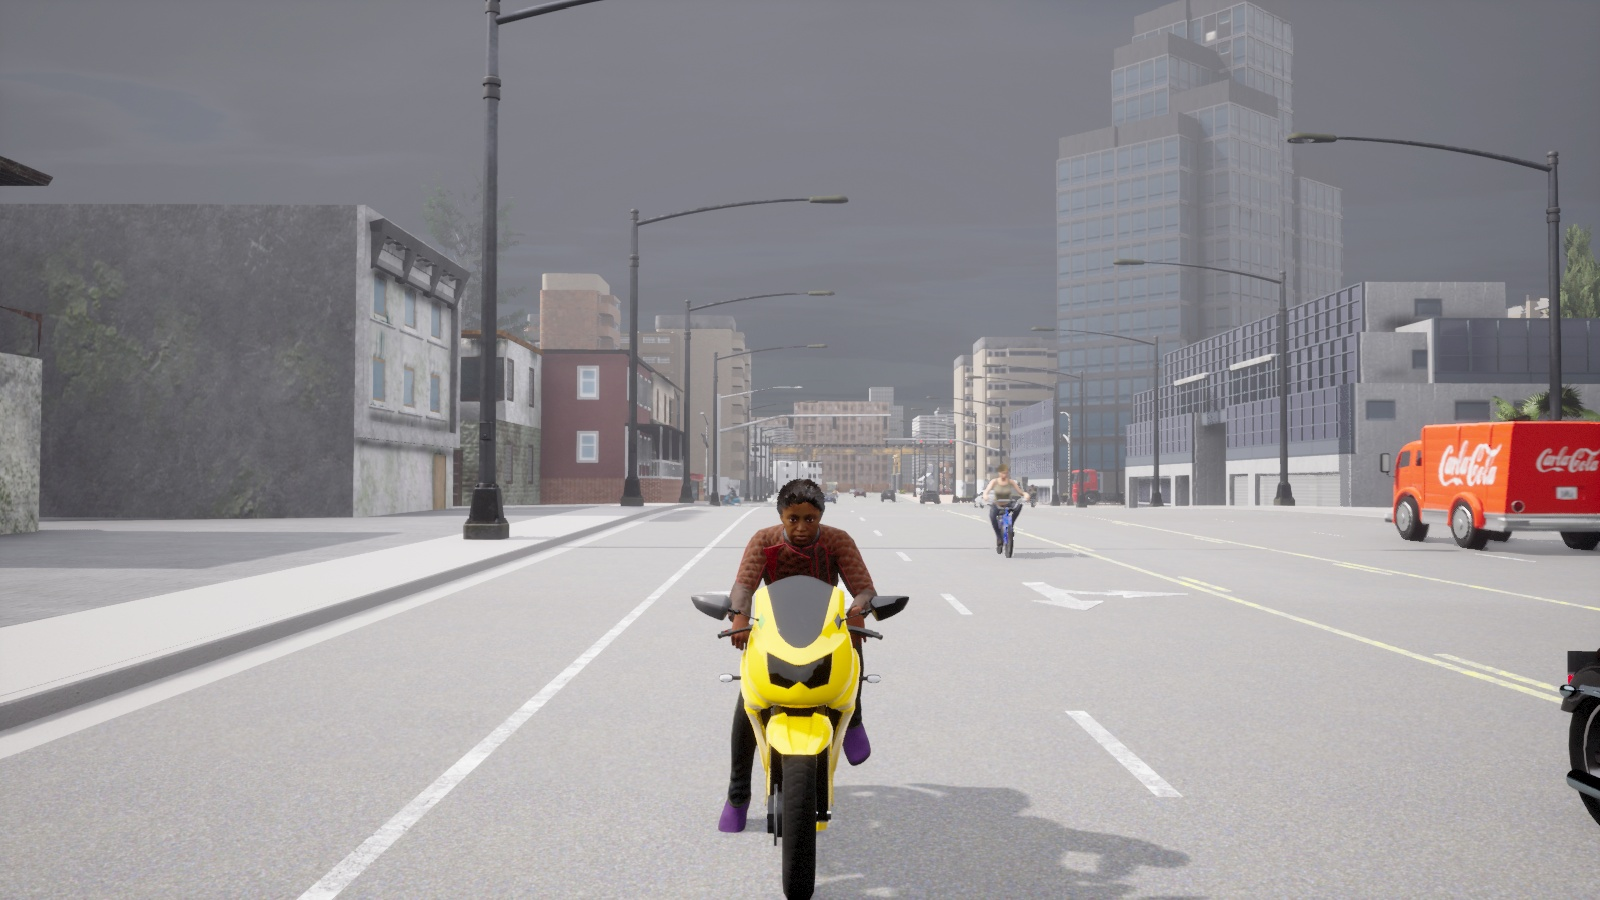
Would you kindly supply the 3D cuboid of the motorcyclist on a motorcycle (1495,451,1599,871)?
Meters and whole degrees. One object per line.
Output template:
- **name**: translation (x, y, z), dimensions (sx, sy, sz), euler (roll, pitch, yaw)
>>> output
- **motorcyclist on a motorcycle**: translation (3.517, 0.821, 4.476), dimensions (0.766, 1.649, 2.350), euler (0, -1, 0)

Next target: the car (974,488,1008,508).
- **car**: translation (14.162, 3.577, 93.469), dimensions (1.812, 1.442, 4.674), euler (0, -2, 0)

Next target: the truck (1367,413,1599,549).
- **truck**: translation (14.048, 0.593, 25.597), dimensions (2.627, 2.467, 5.204), euler (0, -1, 0)

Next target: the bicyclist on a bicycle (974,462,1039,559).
- **bicyclist on a bicycle**: translation (3.549, 1.010, 21.668), dimensions (0.866, 1.612, 1.509), euler (0, -1, 0)

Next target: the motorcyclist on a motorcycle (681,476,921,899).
- **motorcyclist on a motorcycle**: translation (0.010, 0.876, 5.219), dimensions (0.797, 1.523, 2.044), euler (0, -1, 0)
